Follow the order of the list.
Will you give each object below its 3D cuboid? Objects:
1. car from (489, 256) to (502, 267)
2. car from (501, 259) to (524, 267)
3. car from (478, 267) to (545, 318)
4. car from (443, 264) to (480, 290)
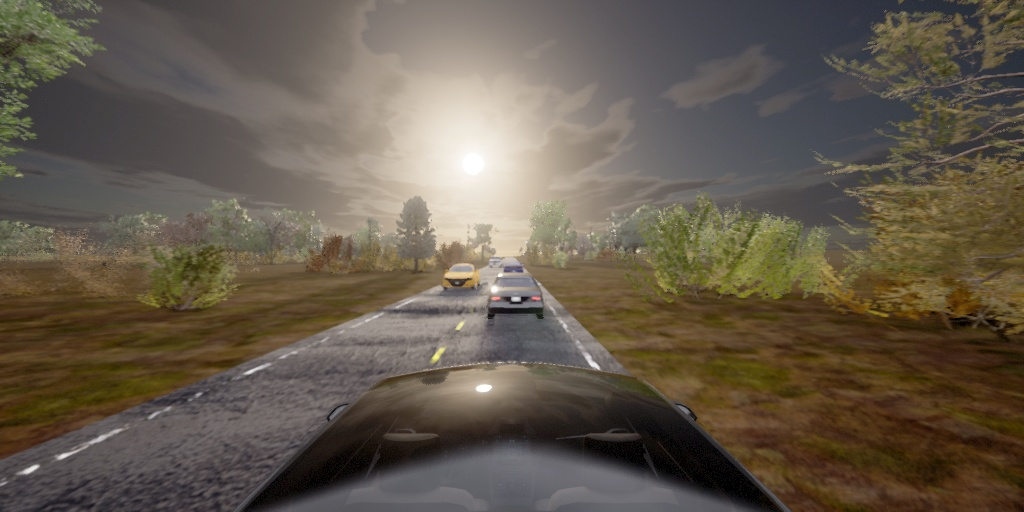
[{"bbox_3d":[-2.949,0.985,64.557,2.150,2.045,5.566,0,0,1],"label":"car"},{"bbox_3d":[0.136,1.240,35.196,1.882,1.535,5.008,0,0,0],"label":"car"},{"bbox_3d":[0.106,1.305,12.934,2.033,1.411,5.357,0,0,0],"label":"car"},{"bbox_3d":[-3.076,1.238,22.640,1.882,1.535,5.008,0,0,0],"label":"car"}]
